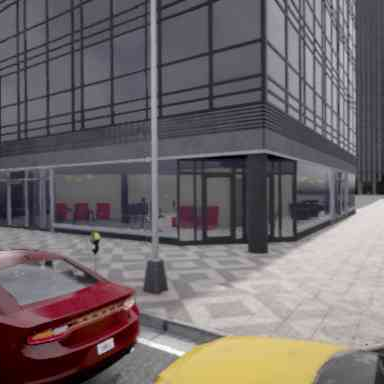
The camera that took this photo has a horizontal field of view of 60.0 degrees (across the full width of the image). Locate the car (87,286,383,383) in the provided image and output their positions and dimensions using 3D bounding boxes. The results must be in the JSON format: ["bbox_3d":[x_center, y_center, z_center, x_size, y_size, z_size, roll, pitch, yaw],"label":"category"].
[{"bbox_3d":[1.767,1.498,1.829,4.829,1.417,1.752,0,0,33],"label":"car"}]

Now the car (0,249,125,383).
[{"bbox_3d":[-2.799,1.511,4.773,4.507,1.381,1.887,0,0,33],"label":"car"}]
